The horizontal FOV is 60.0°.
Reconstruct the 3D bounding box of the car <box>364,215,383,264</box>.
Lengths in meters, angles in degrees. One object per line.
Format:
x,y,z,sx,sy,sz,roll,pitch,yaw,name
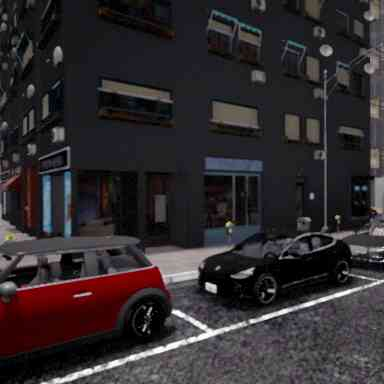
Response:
6.731,1.638,11.363,4.403,1.369,2.008,1,-1,-35,car

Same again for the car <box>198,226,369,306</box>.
2.167,1.612,8.113,4.313,1.339,1.947,1,-1,-35,car

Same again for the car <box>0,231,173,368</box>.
-2.395,1.446,4.865,4.097,1.590,1.967,1,-1,-35,car

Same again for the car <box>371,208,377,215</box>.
15.563,1.737,32.240,1.994,1.385,4.181,0,1,-35,car
